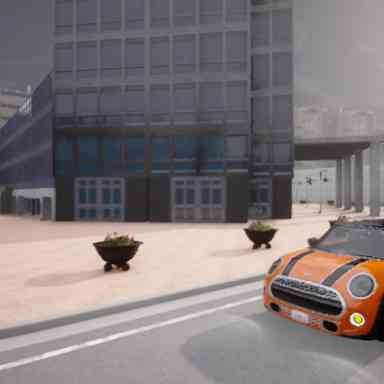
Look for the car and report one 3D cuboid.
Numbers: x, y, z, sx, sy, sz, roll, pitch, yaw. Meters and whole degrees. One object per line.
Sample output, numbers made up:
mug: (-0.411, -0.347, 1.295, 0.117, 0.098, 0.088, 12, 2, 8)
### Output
car: (3.514, 1.369, 6.570, 4.553, 1.767, 2.097, 0, 0, -36)
